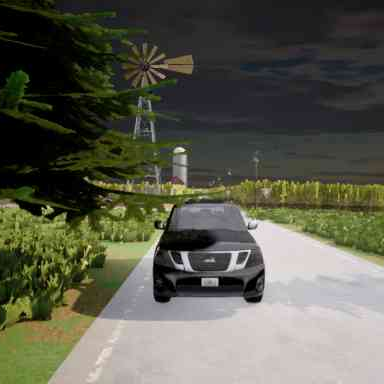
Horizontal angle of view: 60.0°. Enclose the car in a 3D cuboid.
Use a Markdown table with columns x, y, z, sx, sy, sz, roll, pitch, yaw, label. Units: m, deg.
| x | y | z | sx | sy | sz | roll | pitch | yaw | label |
| --- | --- | --- | --- | --- | --- | --- | --- | --- | --- |
| 0.331 | 1.221 | 8.579 | 2.150 | 2.045 | 5.566 | 0 | 0 | 0 | car |
